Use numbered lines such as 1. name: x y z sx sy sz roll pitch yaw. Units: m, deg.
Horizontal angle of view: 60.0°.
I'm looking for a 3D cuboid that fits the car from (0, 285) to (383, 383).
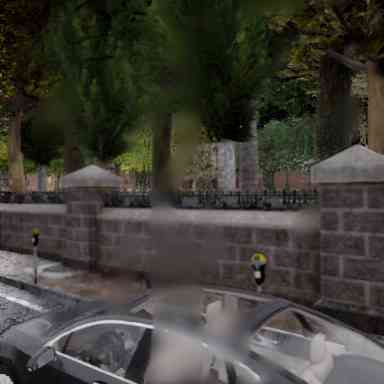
1. car: -0.136 1.552 2.918 4.403 1.369 2.008 0 -1 35
